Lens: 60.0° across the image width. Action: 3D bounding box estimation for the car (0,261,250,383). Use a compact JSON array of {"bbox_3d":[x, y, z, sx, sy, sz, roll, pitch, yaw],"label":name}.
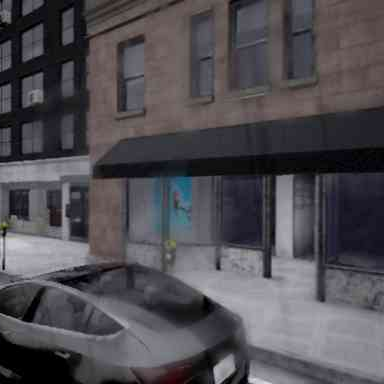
[{"bbox_3d":[-1.413,1.559,4.081,4.313,1.339,1.947,0,0,35],"label":"car"}]
